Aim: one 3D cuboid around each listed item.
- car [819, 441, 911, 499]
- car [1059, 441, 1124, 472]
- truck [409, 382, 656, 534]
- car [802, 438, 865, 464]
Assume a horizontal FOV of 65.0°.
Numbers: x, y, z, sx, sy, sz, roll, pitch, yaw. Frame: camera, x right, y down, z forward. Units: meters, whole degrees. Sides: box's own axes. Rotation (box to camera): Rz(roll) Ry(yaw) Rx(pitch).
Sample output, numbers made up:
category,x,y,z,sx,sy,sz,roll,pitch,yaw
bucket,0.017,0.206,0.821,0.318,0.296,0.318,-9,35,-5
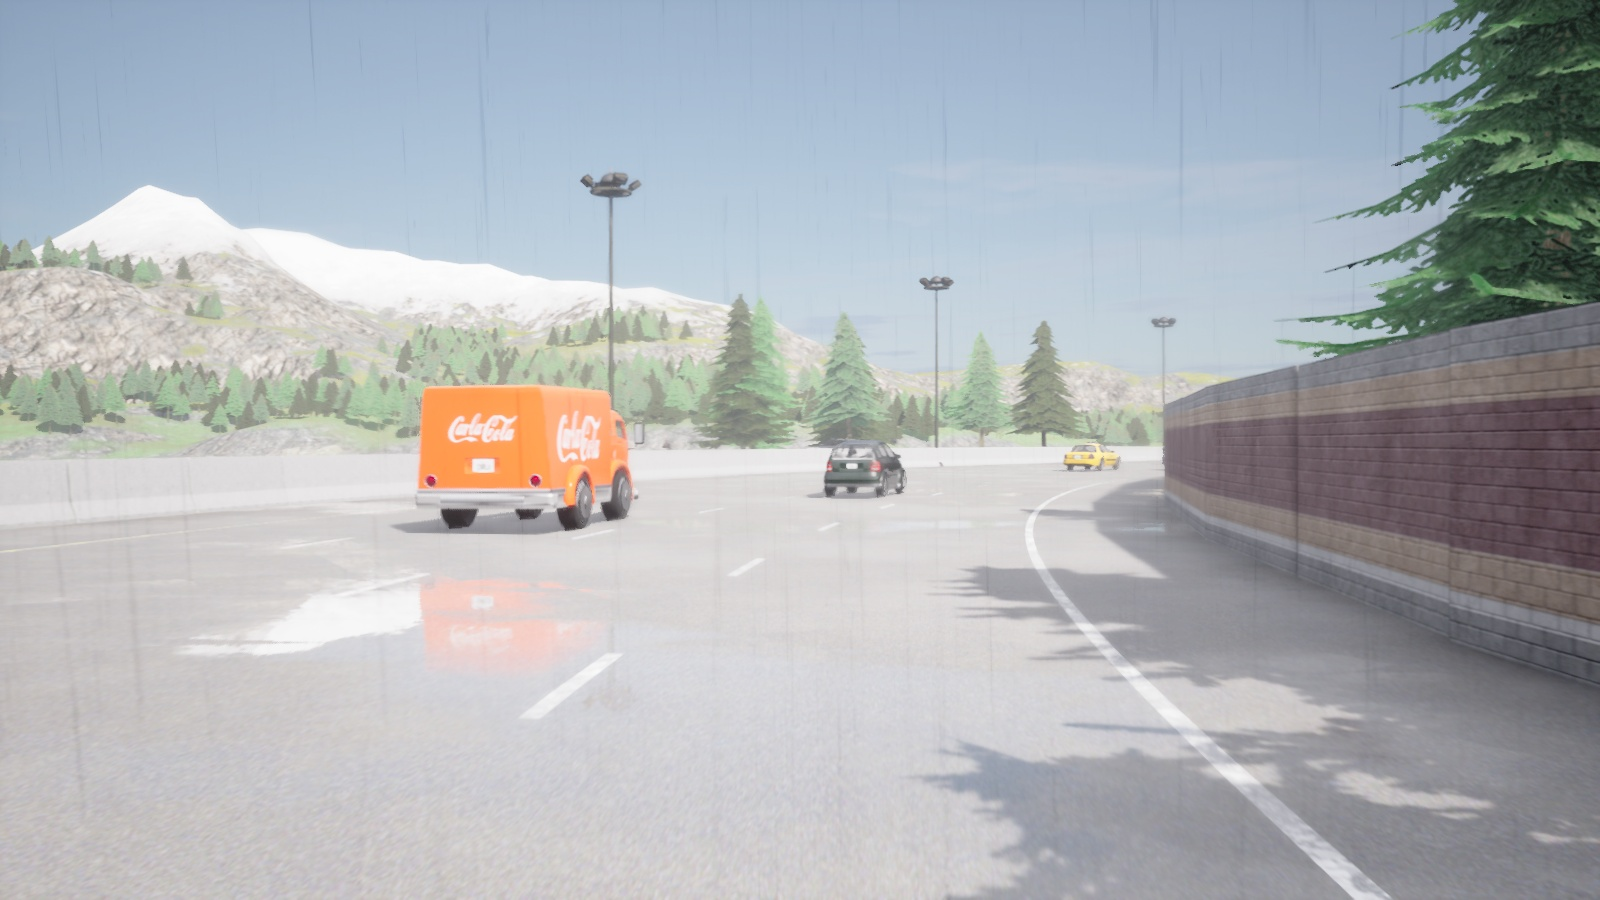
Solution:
category,x,y,z,sx,sy,sz,roll,pitch,yaw
car,1.906,0.526,35.607,1.789,1.549,3.705,0,0,16
car,15.599,0.326,66.967,1.801,1.575,5.366,0,0,31
truck,-4.688,0.124,23.086,2.627,2.467,5.204,0,0,11
car,2.491,0.047,92.290,4.605,1.855,1.932,0,1,-44
